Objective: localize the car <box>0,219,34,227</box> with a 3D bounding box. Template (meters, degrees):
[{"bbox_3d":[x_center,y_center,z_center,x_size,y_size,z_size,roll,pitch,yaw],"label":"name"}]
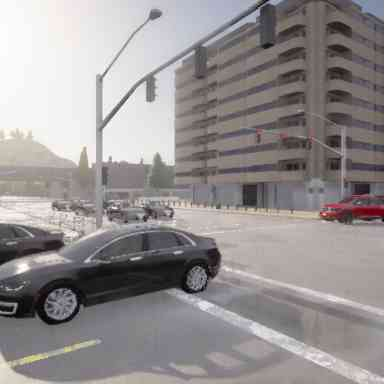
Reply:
[{"bbox_3d":[-5.765,1.504,8.489,4.892,1.490,1.837,0,0,-36],"label":"car"}]

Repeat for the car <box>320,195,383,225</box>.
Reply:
[{"bbox_3d":[12.246,1.250,24.271,5.566,2.045,2.150,0,1,-9],"label":"car"}]

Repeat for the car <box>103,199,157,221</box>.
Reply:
[{"bbox_3d":[-5.063,1.547,25.796,2.128,1.511,4.902,0,0,-35],"label":"car"}]

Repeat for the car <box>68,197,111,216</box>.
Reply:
[{"bbox_3d":[-10.309,1.547,33.209,2.128,1.511,4.902,0,0,-35],"label":"car"}]

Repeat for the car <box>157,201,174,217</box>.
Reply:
[{"bbox_3d":[-3.395,1.547,29.499,2.128,1.511,4.902,0,0,-35],"label":"car"}]

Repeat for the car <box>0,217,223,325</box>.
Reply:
[{"bbox_3d":[-1.545,1.503,7.208,4.892,1.490,1.837,0,0,-36],"label":"car"}]

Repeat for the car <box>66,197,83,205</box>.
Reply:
[{"bbox_3d":[-22.008,1.619,62.189,1.994,1.385,4.181,0,0,-35],"label":"car"}]

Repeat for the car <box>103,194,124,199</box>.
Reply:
[{"bbox_3d":[-9.095,1.277,37.551,2.150,2.045,5.566,0,0,-35],"label":"car"}]

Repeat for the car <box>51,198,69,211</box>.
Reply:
[{"bbox_3d":[-16.115,1.547,41.424,2.128,1.511,4.902,0,0,-35],"label":"car"}]
